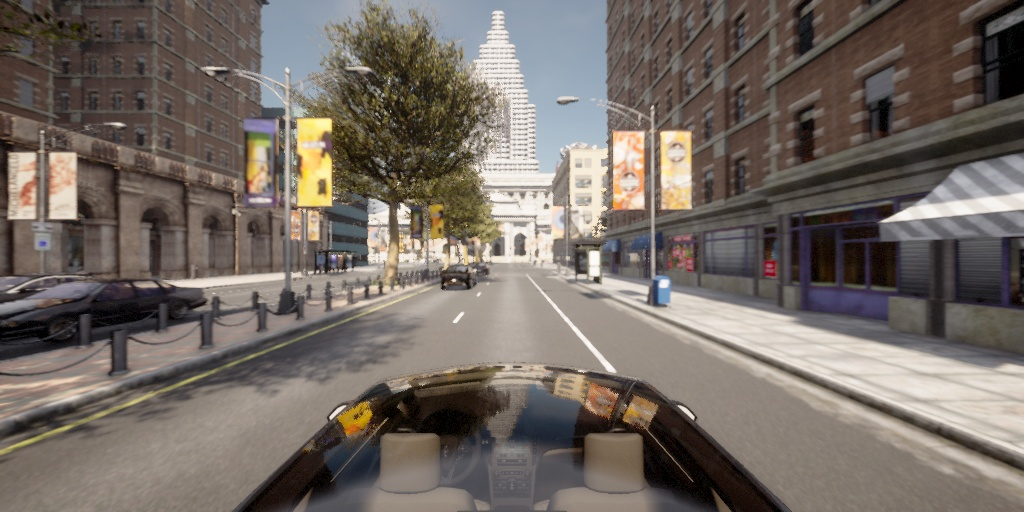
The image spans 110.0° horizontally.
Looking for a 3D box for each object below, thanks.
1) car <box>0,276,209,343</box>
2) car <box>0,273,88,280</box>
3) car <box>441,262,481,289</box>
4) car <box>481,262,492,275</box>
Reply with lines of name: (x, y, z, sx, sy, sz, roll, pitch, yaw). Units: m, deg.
car: (-11.601, 1.363, 10.216, 2.033, 1.411, 5.357, 0, 0, 0)
car: (-15.098, 1.321, 11.202, 2.128, 1.511, 4.902, 0, 0, 0)
car: (-3.490, 1.312, 24.247, 1.882, 1.535, 5.008, 0, 0, 0)
car: (-3.491, 1.415, 41.068, 1.812, 1.442, 4.674, 0, 0, 0)
